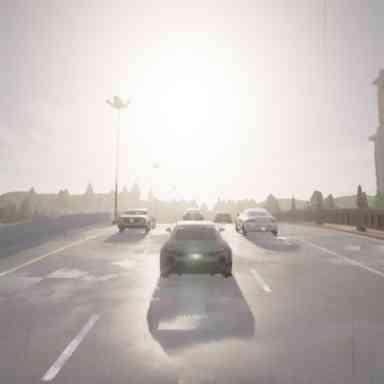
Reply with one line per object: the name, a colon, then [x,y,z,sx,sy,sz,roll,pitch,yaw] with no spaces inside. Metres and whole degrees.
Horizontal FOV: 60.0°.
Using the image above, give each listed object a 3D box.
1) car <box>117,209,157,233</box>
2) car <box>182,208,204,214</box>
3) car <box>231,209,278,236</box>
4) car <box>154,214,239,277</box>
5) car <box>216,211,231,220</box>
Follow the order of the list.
car: [-3.395,1.774,21.261,2.033,1.411,5.357,0,-2,0]
car: [0.121,2.186,29.461,1.812,1.442,4.674,0,-4,0]
car: [3.605,1.678,19.066,1.812,1.442,4.674,0,-2,0]
car: [0.103,1.596,10.379,1.994,1.385,4.181,0,0,0]
car: [3.610,3.078,40.069,1.882,1.535,5.008,0,-6,0]
